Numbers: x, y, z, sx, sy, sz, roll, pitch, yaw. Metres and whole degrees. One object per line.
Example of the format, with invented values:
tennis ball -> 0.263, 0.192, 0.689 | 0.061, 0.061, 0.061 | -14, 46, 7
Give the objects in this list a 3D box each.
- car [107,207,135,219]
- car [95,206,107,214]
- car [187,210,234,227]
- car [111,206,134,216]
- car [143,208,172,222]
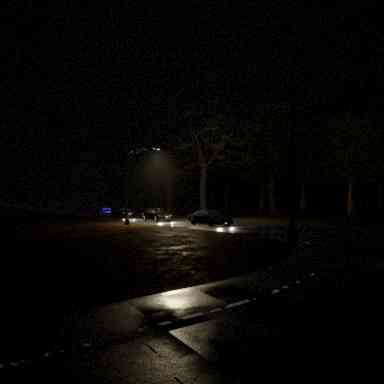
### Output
car -> -9.615, 2.895, 46.562 | 2.128, 1.511, 4.902 | 1, -2, -33
car -> -17.636, 3.512, 65.336 | 1.882, 1.535, 5.008 | 1, -2, -33
car -> 1.478, 2.282, 29.669 | 2.033, 1.411, 5.357 | 0, -2, -30
car -> -11.919, 3.223, 56.618 | 2.128, 1.511, 4.902 | 1, -2, -33
car -> -4.029, 2.579, 38.028 | 1.837, 1.490, 4.892 | 1, -2, -33
